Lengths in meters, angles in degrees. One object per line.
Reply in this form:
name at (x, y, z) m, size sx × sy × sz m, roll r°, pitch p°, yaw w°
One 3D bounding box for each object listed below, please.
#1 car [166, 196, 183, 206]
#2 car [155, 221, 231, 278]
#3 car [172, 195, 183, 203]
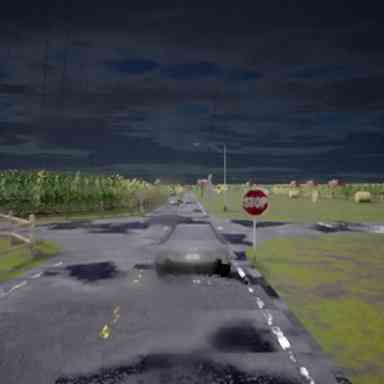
car at (-2.913, 1.386, 51.059) m, size 2.128 × 1.511 × 4.902 m, roll 0°, pitch 0°, yaw 0°
car at (0.037, 1.552, 10.150) m, size 1.994 × 1.385 × 4.181 m, roll 0°, pitch 0°, yaw 0°
car at (-2.893, 1.399, 66.588) m, size 1.994 × 1.385 × 4.181 m, roll 0°, pitch 0°, yaw 0°
